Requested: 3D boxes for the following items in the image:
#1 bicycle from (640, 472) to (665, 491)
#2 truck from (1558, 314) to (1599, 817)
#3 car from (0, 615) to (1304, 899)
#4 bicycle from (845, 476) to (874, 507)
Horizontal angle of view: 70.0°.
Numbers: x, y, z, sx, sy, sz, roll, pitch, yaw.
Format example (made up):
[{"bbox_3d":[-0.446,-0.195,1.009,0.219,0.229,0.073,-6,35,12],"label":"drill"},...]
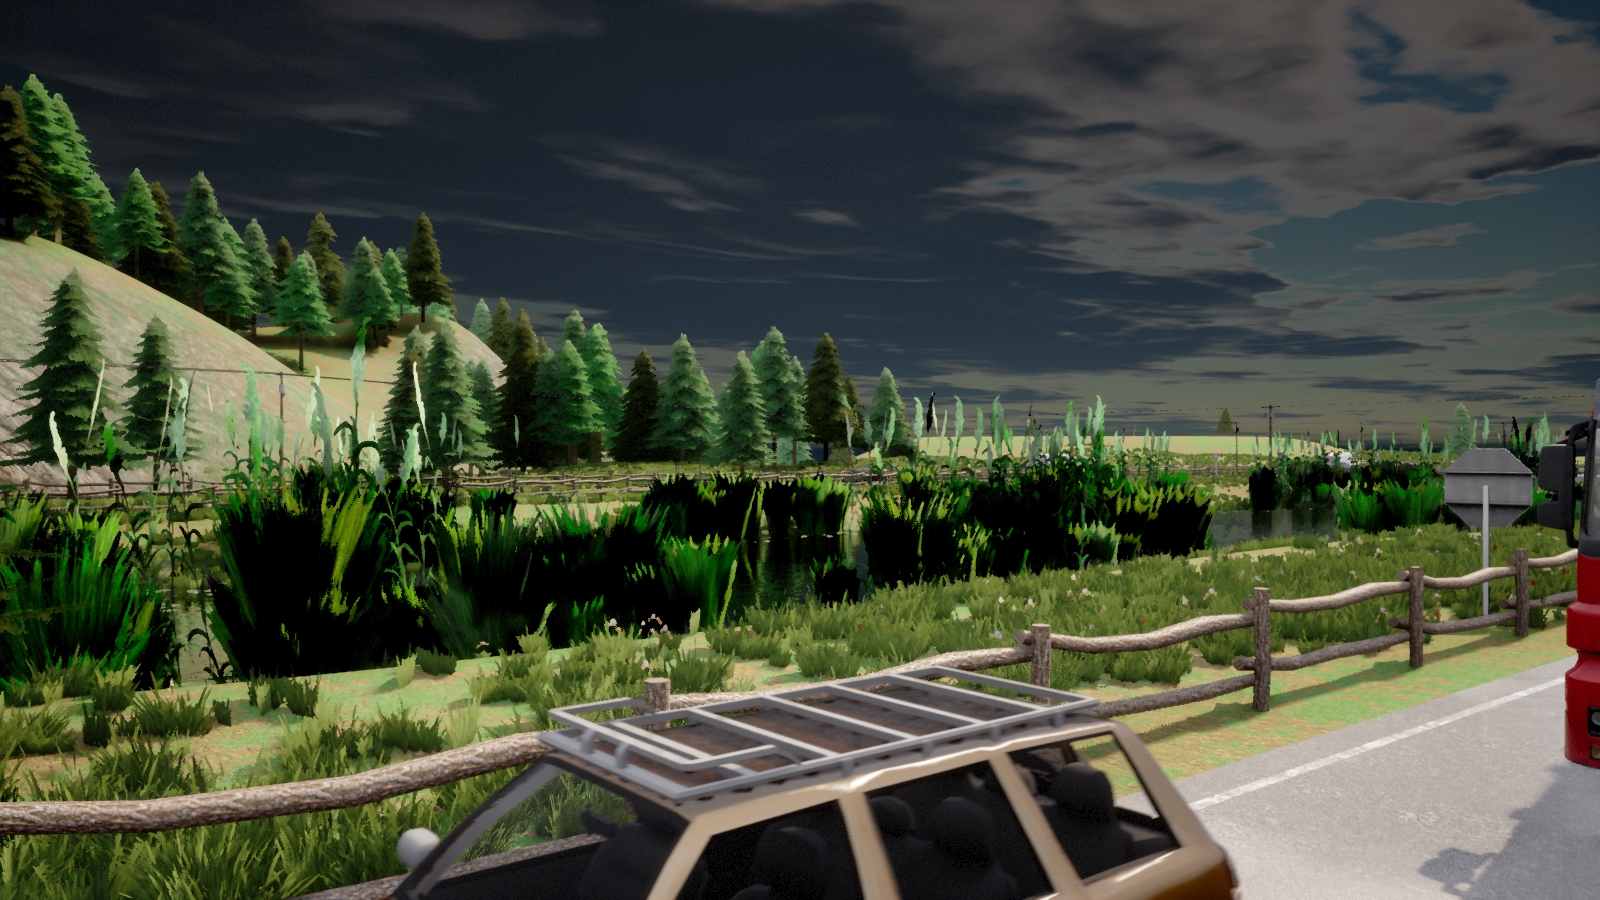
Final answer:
[{"bbox_3d":[-10.064,2.158,78.089,1.487,1.276,0.859,0,0,-43],"label":"bicycle"},{"bbox_3d":[9.795,0.861,11.013,2.891,3.827,8.468,0,1,42],"label":"truck"},{"bbox_3d":[-0.341,1.828,3.994,4.605,1.855,1.932,0,0,-39],"label":"car"},{"bbox_3d":[2.927,2.029,56.099,1.643,1.496,0.373,0,0,-42],"label":"bicycle"}]
